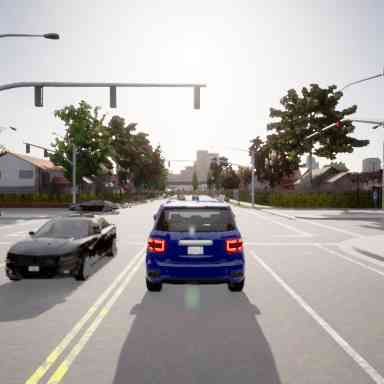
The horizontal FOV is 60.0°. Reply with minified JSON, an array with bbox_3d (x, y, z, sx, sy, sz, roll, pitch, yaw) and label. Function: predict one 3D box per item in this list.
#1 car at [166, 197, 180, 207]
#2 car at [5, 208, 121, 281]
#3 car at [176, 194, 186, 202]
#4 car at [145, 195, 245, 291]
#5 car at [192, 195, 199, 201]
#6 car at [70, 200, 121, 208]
[{"bbox_3d":[-2.904,1.526,50.855,1.812,1.442,4.674,0,0,0],"label":"car"},{"bbox_3d":[-3.607,1.477,10.090,1.882,1.535,5.008,0,0,0],"label":"car"},{"bbox_3d":[-2.625,1.355,79.357,2.097,1.767,4.553,0,0,0],"label":"car"},{"bbox_3d":[0.071,1.222,9.119,2.150,2.045,5.566,0,0,0],"label":"car"},{"bbox_3d":[0.932,1.478,88.078,1.882,1.535,5.008,0,0,0],"label":"car"},{"bbox_3d":[-10.514,1.547,36.330,5.357,1.411,2.033,0,0,-1],"label":"car"}]
